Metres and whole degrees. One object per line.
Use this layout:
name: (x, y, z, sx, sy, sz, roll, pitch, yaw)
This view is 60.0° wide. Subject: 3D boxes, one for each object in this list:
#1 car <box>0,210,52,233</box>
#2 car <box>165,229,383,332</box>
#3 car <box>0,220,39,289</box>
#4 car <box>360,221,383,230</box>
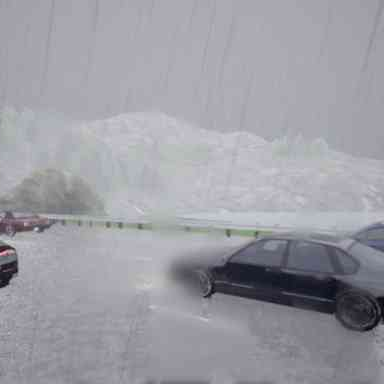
car: (-10.057, 1.663, 18.485, 4.718, 1.301, 1.895, 0, 0, 30)
car: (2.020, 1.538, 6.770, 5.357, 1.411, 2.033, 0, 0, 35)
car: (-6.145, 1.527, 7.935, 4.902, 1.511, 2.128, 0, 0, 33)
car: (5.147, 1.500, 8.815, 4.674, 1.442, 1.812, 0, 0, 36)
